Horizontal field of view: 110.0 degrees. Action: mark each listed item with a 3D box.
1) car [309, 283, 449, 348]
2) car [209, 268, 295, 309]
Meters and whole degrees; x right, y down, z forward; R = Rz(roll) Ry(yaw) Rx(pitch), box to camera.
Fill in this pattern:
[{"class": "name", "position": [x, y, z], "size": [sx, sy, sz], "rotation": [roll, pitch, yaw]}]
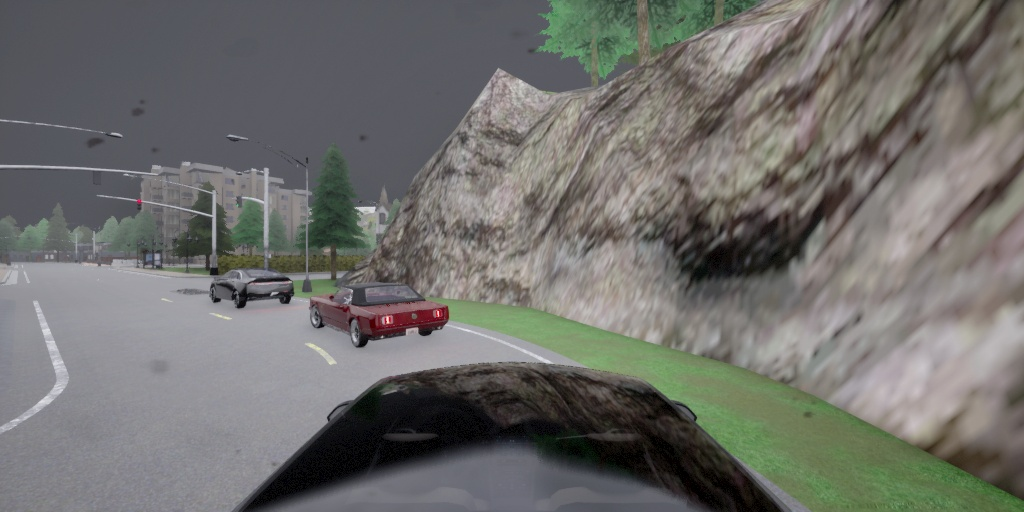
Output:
[{"class": "car", "position": [-3.713, 1.351, 9.393], "size": [1.895, 1.301, 4.718], "rotation": [0, 0, -44]}, {"class": "car", "position": [-11.016, 1.242, 15.103], "size": [4.902, 1.511, 2.128], "rotation": [0, 0, 36]}]
